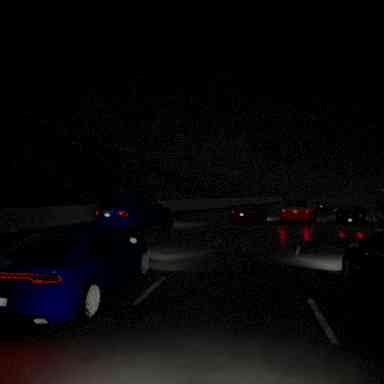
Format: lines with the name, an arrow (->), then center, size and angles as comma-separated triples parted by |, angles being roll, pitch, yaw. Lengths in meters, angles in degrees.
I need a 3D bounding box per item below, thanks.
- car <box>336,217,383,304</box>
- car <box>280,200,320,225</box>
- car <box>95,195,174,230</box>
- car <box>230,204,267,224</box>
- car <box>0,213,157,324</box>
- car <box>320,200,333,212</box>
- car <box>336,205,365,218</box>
car -> 4.579, 1.530, 6.867 | 1.837, 1.490, 4.892 | 0, 0, 11
car -> 8.054, 1.391, 24.925 | 2.097, 1.767, 4.553 | 0, 0, 26
car -> -3.020, 1.195, 18.391 | 2.150, 2.045, 5.566 | 0, 0, 23
car -> 4.407, 1.580, 25.446 | 1.994, 1.385, 4.181 | 0, 0, 26
car -> -2.412, 1.460, 7.319 | 1.882, 1.535, 5.008 | 0, 0, 9
car -> 15.896, 1.645, 40.406 | 1.994, 1.385, 4.181 | 0, 0, 27
car -> 12.066, 1.664, 25.241 | 1.895, 1.301, 4.718 | 0, 0, 27
